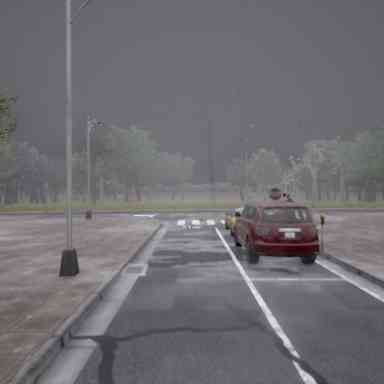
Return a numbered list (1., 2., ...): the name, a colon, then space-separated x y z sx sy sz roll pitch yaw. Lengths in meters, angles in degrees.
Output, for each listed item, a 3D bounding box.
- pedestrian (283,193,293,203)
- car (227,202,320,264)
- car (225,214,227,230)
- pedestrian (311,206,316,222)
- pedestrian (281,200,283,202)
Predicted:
1. pedestrian: 5.947 0.979 20.311 0.375 1.860 0.375 0 1 0
2. car: 2.639 1.224 11.335 2.192 1.841 5.009 0 0 0
3. car: 2.641 1.388 17.053 1.752 1.417 4.829 0 0 0
4. pedestrian: 7.650 1.336 20.914 0.500 1.100 0.500 0 1 0
5. pedestrian: 6.016 0.970 21.510 0.375 1.860 0.375 0 1 0
